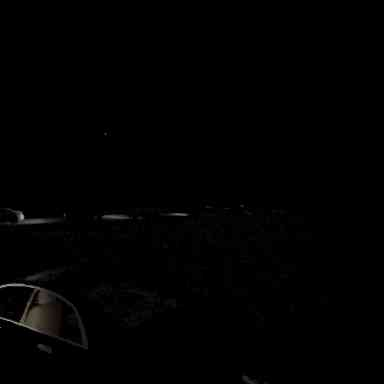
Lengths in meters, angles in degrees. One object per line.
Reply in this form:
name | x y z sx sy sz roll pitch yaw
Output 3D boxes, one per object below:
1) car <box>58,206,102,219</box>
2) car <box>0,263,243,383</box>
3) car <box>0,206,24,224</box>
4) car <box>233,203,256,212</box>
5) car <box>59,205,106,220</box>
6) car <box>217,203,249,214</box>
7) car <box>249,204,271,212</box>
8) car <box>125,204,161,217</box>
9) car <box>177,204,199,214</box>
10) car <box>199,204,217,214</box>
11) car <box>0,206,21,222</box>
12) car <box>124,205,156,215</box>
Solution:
car | -13.325 2.395 39.754 1.895 1.301 4.718 -1 -2 36
car | -1.539 1.581 4.061 4.403 1.369 2.008 -1 0 36
car | -17.130 2.077 28.860 1.812 1.442 4.674 -1 -1 36
car | 9.635 2.791 60.400 2.128 1.511 4.902 -1 -2 36
car | -11.743 2.217 36.390 2.128 1.511 4.902 -1 -2 36
car | 6.275 2.572 50.067 1.837 1.490 4.892 -1 -2 36
car | 12.275 2.830 58.502 1.994 1.385 4.181 -1 -2 36
car | -6.258 2.381 44.011 1.882 1.535 5.008 -1 -2 36
car | -0.058 2.653 52.570 2.033 1.411 5.357 -1 -2 36
car | 3.789 2.598 52.180 2.128 1.511 4.902 -1 -2 36
car | -19.172 2.110 31.621 1.837 1.490 4.892 -1 -1 36
car | -7.438 2.587 47.932 1.895 1.301 4.718 -1 -2 36
